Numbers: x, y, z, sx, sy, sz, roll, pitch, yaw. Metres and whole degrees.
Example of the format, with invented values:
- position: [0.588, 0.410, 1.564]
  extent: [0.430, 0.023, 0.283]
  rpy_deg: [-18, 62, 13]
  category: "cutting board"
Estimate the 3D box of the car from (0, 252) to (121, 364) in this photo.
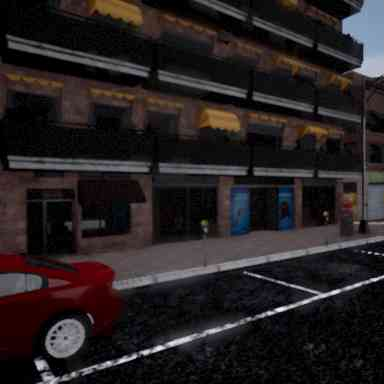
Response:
- position: [-3.186, 1.546, 4.293]
  extent: [4.507, 1.381, 1.887]
  rpy_deg: [-1, 0, -35]
  category: "car"
